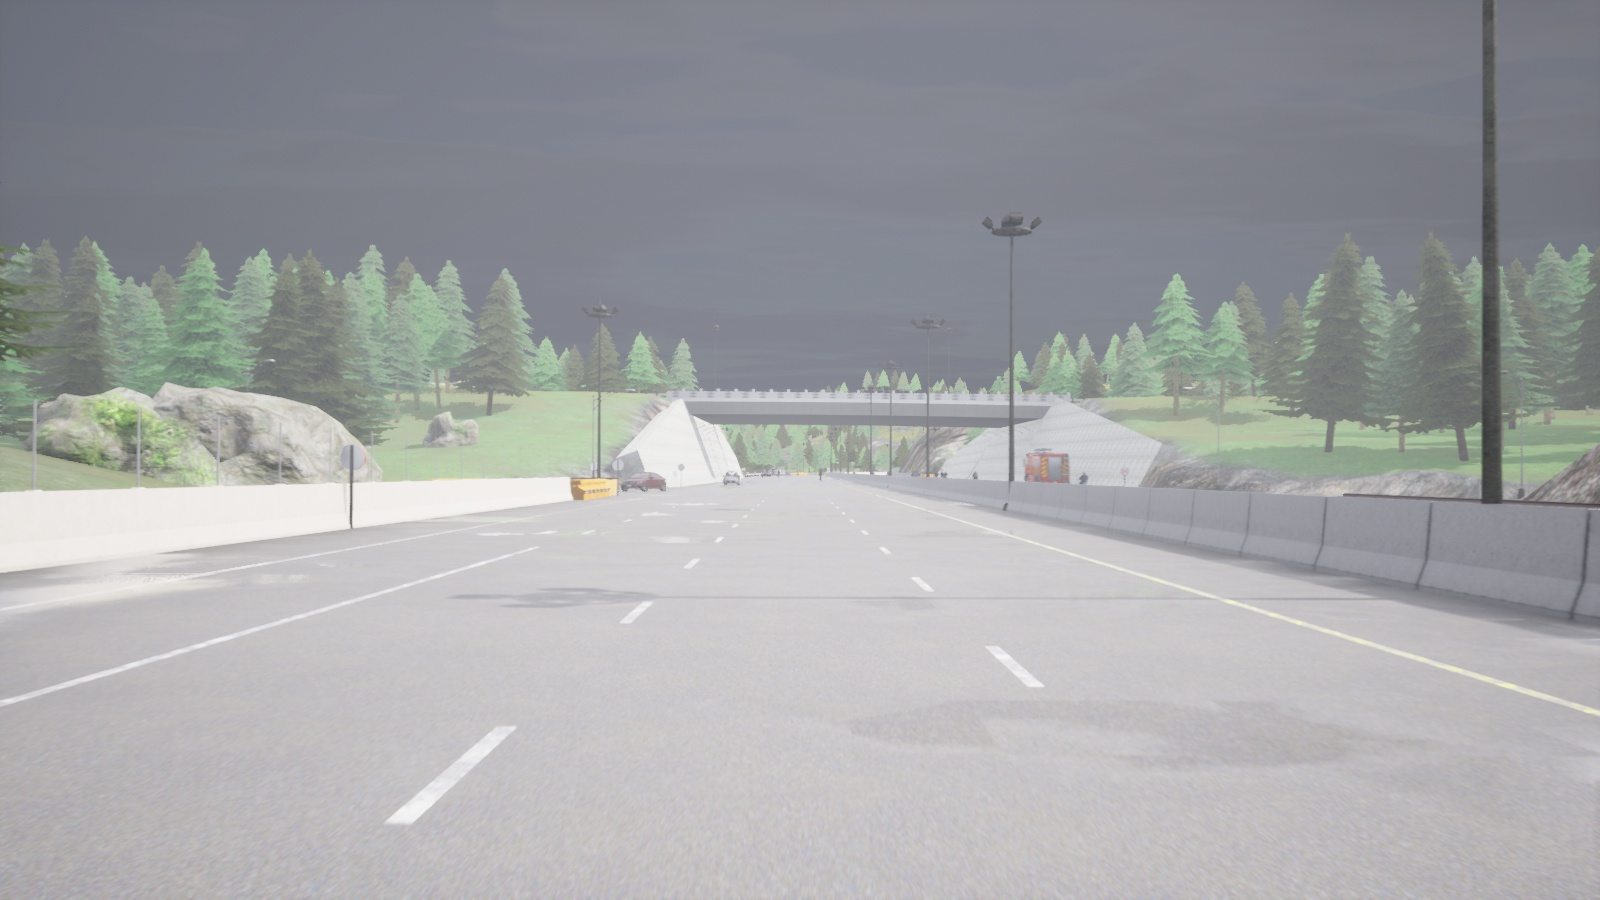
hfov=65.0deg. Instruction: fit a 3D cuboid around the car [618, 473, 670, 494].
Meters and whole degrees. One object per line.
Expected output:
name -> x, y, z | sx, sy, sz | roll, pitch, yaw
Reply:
car -> -11.370, 2.422, 91.763 | 1.812, 1.442, 4.674 | -1, -1, 21
